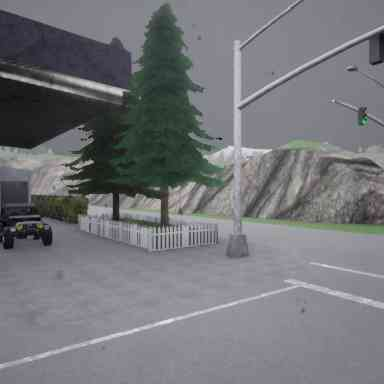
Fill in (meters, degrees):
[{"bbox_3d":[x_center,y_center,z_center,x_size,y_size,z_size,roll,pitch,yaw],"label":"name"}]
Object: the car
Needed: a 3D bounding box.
[{"bbox_3d":[-8.041,1.505,15.808,1.905,1.878,3.866,0,0,-37],"label":"car"}]
